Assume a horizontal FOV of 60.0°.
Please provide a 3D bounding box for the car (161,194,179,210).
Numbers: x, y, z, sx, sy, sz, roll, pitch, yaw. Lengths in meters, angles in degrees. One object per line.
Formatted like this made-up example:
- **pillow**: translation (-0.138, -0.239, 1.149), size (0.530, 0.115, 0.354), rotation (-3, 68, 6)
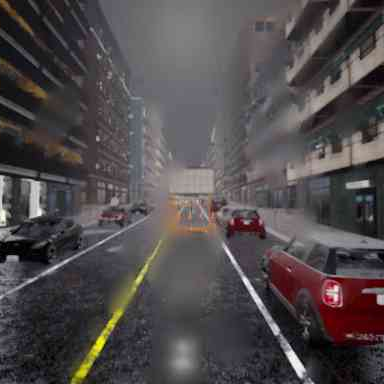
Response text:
- **car**: translation (-2.838, 1.489, 45.546), size (2.097, 1.767, 4.553), rotation (0, 0, 0)

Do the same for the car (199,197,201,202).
- **car**: translation (2.580, 1.759, 63.003), size (1.947, 1.339, 4.313), rotation (2, 0, 0)

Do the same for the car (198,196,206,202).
- **car**: translation (2.577, 1.818, 85.659), size (2.008, 1.369, 4.403), rotation (2, 0, 0)

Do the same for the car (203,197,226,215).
- **car**: translation (2.592, 1.420, 34.681), size (2.192, 1.841, 5.009), rotation (2, 0, 0)

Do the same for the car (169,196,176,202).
- **car**: translation (-5.302, 1.812, 91.158), size (1.752, 1.417, 4.829), rotation (2, 0, 0)

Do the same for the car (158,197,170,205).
- **car**: translation (-5.298, 1.738, 63.007), size (1.887, 1.381, 4.507), rotation (2, 0, 0)

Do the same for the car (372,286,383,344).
- **car**: translation (2.590, 1.554, 0.693), size (2.008, 1.369, 4.403), rotation (2, 0, 0)

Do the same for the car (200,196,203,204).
- **car**: translation (2.584, 1.684, 51.844), size (1.752, 1.417, 4.829), rotation (2, 0, 0)

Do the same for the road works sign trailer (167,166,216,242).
- **road works sign trailer**: translation (-0.024, 0.515, 16.763), size (2.380, 3.560, 2.880), rotation (0, 0, 0)

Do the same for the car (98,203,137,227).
- **car**: translation (-5.294, 1.652, 23.355), size (1.802, 1.307, 4.206), rotation (2, 0, 0)

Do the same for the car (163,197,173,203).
- **car**: translation (-5.300, 1.774, 74.337), size (1.887, 1.381, 4.507), rotation (2, 0, 0)

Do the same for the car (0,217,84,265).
- **car**: translation (-5.291, 1.603, 12.026), size (1.947, 1.339, 4.313), rotation (2, 0, 0)

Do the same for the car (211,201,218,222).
- **car**: translation (2.587, 1.596, 23.521), size (1.752, 1.417, 4.829), rotation (2, 0, 0)

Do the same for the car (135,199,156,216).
- **car**: translation (-5.295, 1.671, 34.684), size (1.947, 1.339, 4.313), rotation (2, 0, 0)

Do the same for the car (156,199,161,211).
- **car**: translation (-5.291, 1.563, 40.349), size (1.967, 1.590, 4.097), rotation (2, 0, 0)

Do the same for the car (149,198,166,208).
- **car**: translation (-5.297, 1.709, 51.678), size (2.008, 1.369, 4.403), rotation (2, 0, 0)

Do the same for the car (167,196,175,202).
- **car**: translation (-5.301, 1.792, 85.493), size (1.752, 1.417, 4.829), rotation (2, 0, 0)

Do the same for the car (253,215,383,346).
- **car**: translation (2.593, 1.460, 6.358), size (1.967, 1.590, 4.097), rotation (2, 0, 0)

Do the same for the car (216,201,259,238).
- **car**: translation (2.591, 1.493, 17.687), size (1.967, 1.590, 4.097), rotation (2, 0, 0)
